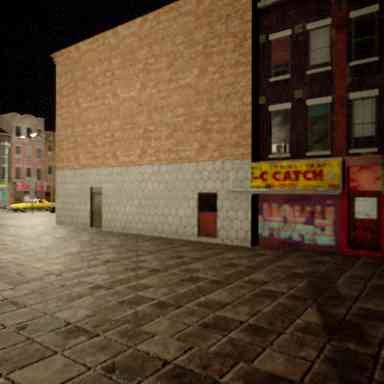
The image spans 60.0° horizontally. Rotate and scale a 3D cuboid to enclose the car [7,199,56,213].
[{"bbox_3d":[-16.832,1.381,35.161,1.752,1.417,4.829,0,0,36],"label":"car"}]
